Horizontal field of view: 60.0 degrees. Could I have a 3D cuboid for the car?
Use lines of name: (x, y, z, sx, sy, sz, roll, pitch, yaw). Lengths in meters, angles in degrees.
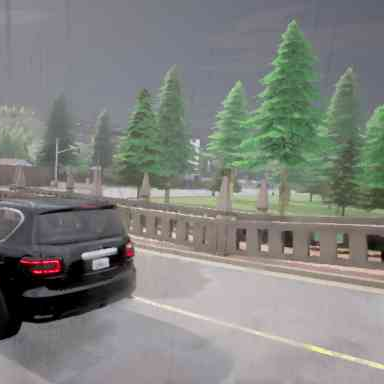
car: (-3.555, 1.110, 6.513, 5.566, 2.045, 2.150, 1, 1, 35)
